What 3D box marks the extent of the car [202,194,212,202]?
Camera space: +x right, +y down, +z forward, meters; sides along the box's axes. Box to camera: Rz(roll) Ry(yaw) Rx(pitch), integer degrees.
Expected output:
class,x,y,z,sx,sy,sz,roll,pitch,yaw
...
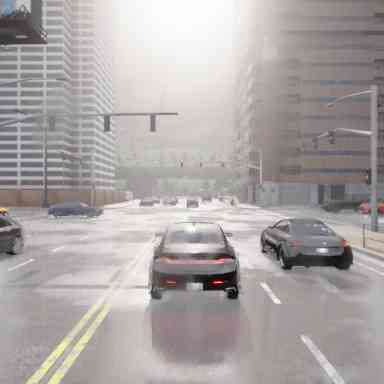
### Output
class,x,y,z,sx,sy,sz,roll,pitch,yaw
car,3.382,1.355,76.795,2.097,1.767,4.553,0,0,0

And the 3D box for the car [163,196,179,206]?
class,x,y,z,sx,sy,sz,roll,pitch,yaw
car,-3.673,1.491,55.049,2.128,1.511,4.902,0,0,0

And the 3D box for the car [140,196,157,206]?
class,x,y,z,sx,sy,sz,roll,pitch,yaw
car,-7.177,1.526,53.254,1.812,1.442,4.674,0,0,1

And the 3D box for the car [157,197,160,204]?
class,x,y,z,sx,sy,sz,roll,pitch,yaw
car,-7.152,1.526,63.167,1.812,1.442,4.674,0,0,1

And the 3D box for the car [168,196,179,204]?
class,x,y,z,sx,sy,sz,roll,pitch,yaw
car,-3.645,1.505,64.988,1.837,1.490,4.892,0,0,0

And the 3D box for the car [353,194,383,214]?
class,x,y,z,sx,sy,sz,roll,pitch,yaw
car,18.967,1.352,32.960,4.553,1.767,2.097,0,0,0

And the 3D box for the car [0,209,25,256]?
class,x,y,z,sx,sy,sz,roll,pitch,yaw
car,-7.069,1.505,10.348,1.837,1.490,4.892,0,0,0

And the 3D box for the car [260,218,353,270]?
class,x,y,z,sx,sy,sz,roll,pitch,yaw
car,3.563,1.564,11.072,1.994,1.385,4.181,0,0,0

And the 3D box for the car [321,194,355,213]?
class,x,y,z,sx,sy,sz,roll,pitch,yaw
car,17.141,1.221,36.480,5.566,2.045,2.150,0,0,0

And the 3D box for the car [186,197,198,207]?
class,x,y,z,sx,sy,sz,roll,pitch,yaw
car,0.059,1.547,52.729,2.033,1.411,5.357,0,0,0

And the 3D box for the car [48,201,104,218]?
class,x,y,z,sx,sy,sz,roll,pitch,yaw
car,-10.216,1.525,29.388,4.674,1.442,1.812,0,0,0

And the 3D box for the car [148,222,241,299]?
class,x,y,z,sx,sy,sz,roll,pitch,yaw
car,0.052,1.492,8.420,2.128,1.511,4.902,0,0,0
